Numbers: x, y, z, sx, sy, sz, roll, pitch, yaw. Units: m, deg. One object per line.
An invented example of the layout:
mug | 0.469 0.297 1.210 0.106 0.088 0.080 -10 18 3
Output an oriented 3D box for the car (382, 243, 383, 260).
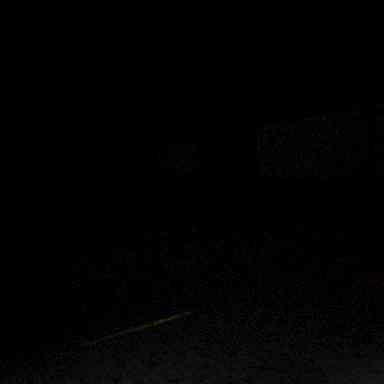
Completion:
car | 7.604 1.496 10.293 4.181 1.385 1.994 0 0 -40
